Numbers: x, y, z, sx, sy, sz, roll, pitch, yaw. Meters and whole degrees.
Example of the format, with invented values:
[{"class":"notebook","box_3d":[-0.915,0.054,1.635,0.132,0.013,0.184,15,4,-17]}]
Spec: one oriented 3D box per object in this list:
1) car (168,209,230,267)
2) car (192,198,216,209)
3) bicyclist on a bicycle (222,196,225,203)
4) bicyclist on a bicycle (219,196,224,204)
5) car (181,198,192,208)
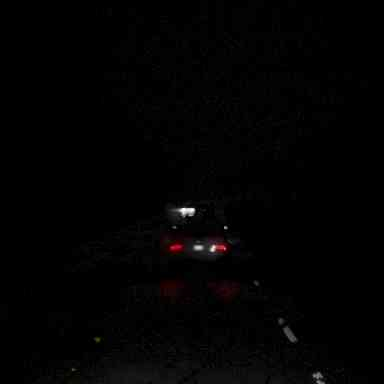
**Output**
[{"class":"car","box_3d":[0.266,1.556,11.491,2.033,1.411,5.357,0,0,2]},{"class":"car","box_3d":[1.341,1.513,32.871,1.882,1.535,5.008,0,0,4]},{"class":"bicyclist on a bicycle","box_3d":[7.340,1.642,78.229,0.582,1.620,1.656,0,0,9]},{"class":"bicyclist on a bicycle","box_3d":[5.975,1.611,69.376,0.582,1.620,1.656,0,0,8]},{"class":"car","box_3d":[-0.404,1.580,49.471,2.128,1.511,4.902,0,0,6]}]
